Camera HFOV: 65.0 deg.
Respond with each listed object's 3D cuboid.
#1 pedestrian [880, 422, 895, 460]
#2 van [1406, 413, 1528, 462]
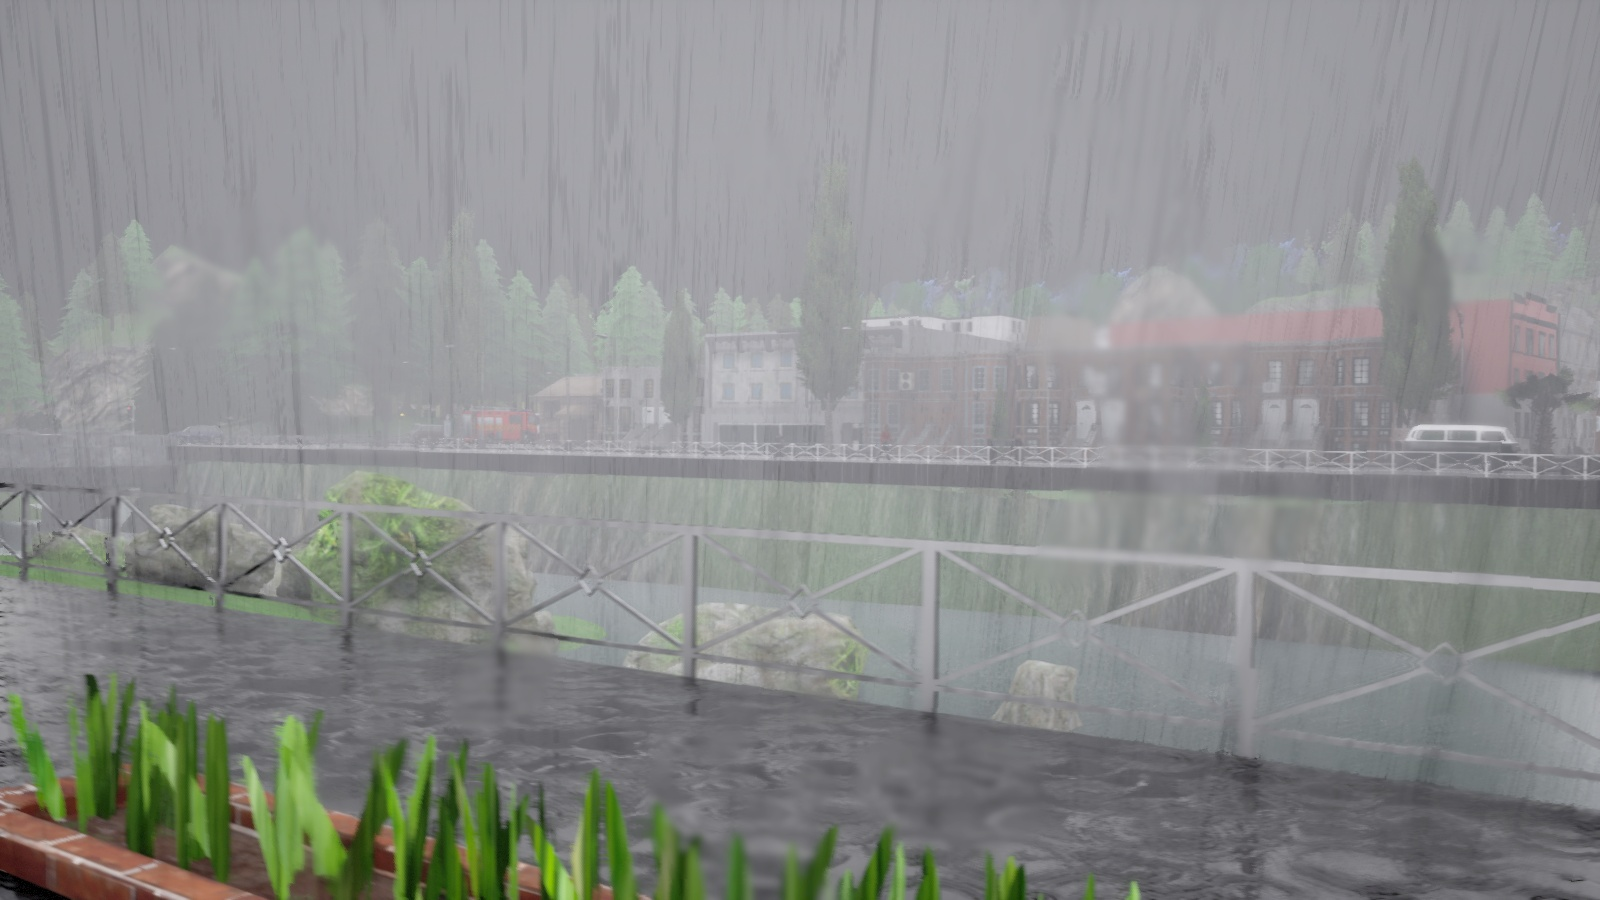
[{"bbox_3d":[4.235,-0.428,60.880,0.636,1.846,0.331,0,1,34],"label":"pedestrian"},{"bbox_3d":[28.823,-0.548,54.302,4.480,2.038,2.069,0,1,34],"label":"van"}]
